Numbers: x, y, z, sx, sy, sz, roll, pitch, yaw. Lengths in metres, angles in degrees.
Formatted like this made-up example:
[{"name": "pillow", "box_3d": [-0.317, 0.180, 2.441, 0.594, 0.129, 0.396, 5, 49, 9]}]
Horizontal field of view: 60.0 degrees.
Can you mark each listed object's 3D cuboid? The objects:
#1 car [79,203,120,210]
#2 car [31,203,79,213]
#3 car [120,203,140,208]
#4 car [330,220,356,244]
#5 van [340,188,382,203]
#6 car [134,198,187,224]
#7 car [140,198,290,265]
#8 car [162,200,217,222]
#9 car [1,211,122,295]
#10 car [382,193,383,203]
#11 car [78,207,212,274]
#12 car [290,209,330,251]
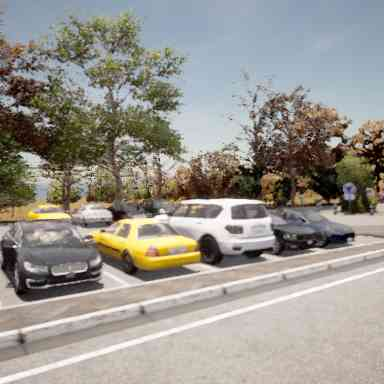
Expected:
[{"name": "car", "box_3d": [-6.997, 1.564, 23.048, 2.002, 1.452, 4.674, 0, 0, -35]}, {"name": "car", "box_3d": [-9.156, 1.521, 21.303, 1.946, 1.575, 5.366, 0, 0, -35]}, {"name": "car", "box_3d": [-4.717, 1.554, 24.622, 2.163, 1.488, 4.792, 0, 0, -35]}, {"name": "car", "box_3d": [5.081, 1.560, 15.526, 2.163, 1.488, 4.792, 0, 0, -35]}, {"name": "van", "box_3d": [21.756, 0.517, 43.483, 1.878, 1.987, 4.442, -1, 1, -35]}, {"name": "car", "box_3d": [-2.590, 1.399, 26.196, 2.185, 1.767, 4.553, 0, 0, -35]}, {"name": "car", "box_3d": [0.510, 1.279, 12.375, 2.435, 2.045, 5.566, 0, 0, -35]}, {"name": "car", "box_3d": [-0.304, 1.525, 27.763, 2.097, 1.535, 5.008, 0, 0, -35]}, {"name": "car", "box_3d": [-4.017, 1.531, 9.158, 2.231, 1.521, 4.892, 0, 0, -35]}, {"name": "car", "box_3d": [23.870, 0.761, 45.128, 2.002, 1.452, 4.674, -1, 0, -35]}, {"name": "car", "box_3d": [-1.850, 1.527, 10.904, 1.946, 1.575, 5.366, 0, 0, -35]}, {"name": "car", "box_3d": [2.792, 1.530, 13.955, 2.097, 1.535, 5.008, 0, 0, -35]}]
